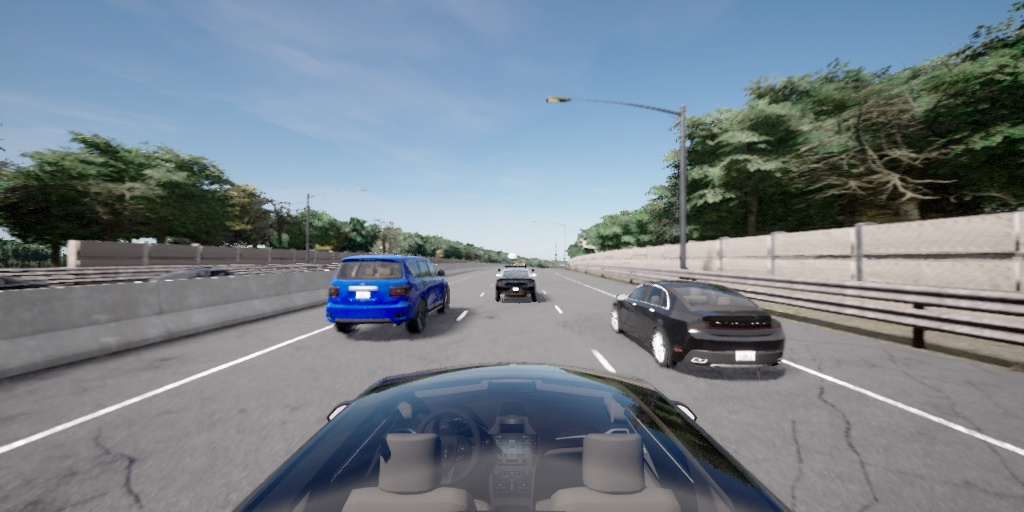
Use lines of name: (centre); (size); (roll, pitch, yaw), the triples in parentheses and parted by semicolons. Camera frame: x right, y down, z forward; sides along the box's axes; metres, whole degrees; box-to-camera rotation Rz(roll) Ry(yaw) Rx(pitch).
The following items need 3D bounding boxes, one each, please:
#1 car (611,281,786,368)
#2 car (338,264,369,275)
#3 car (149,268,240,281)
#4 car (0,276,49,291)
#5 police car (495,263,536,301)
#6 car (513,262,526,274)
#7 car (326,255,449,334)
car: (3.606, 1.290, 7.935); (1.837, 1.490, 4.892); (0, 0, 0)
car: (-20.248, 1.692, 46.092); (1.994, 1.385, 4.181); (0, -1, 3)
car: (-14.010, 1.314, 15.652); (1.837, 1.490, 4.892); (0, 0, 1)
car: (-17.557, 1.247, 10.734); (1.882, 1.535, 5.008); (0, 0, 1)
police car: (0.204, 1.276, 18.363); (1.930, 1.638, 5.238); (0, 0, 1)
car: (1.166, 1.712, 52.635); (1.882, 1.535, 5.008); (0, -1, 2)
car: (-3.414, 1.011, 10.950); (2.150, 2.045, 5.566); (0, 0, 1)
